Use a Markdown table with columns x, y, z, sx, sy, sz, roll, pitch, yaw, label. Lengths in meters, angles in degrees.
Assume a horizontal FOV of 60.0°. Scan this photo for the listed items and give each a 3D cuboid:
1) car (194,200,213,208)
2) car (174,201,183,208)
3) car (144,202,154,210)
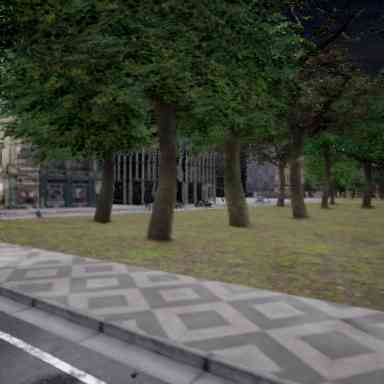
| x | y | z | sx | sy | sz | roll | pitch | yaw | label |
| --- | --- | --- | --- | --- | --- | --- | --- | --- | --- |
| 2.248 | 2.367 | 65.046 | 1.837 | 1.490 | 4.892 | 0 | 0 | 34 | car |
| -3.496 | 2.348 | 61.904 | 1.994 | 1.385 | 4.181 | 0 | 0 | 34 | car |
| -5.503 | 2.302 | 53.538 | 1.895 | 1.301 | 4.718 | 0 | -1 | 34 | car |
